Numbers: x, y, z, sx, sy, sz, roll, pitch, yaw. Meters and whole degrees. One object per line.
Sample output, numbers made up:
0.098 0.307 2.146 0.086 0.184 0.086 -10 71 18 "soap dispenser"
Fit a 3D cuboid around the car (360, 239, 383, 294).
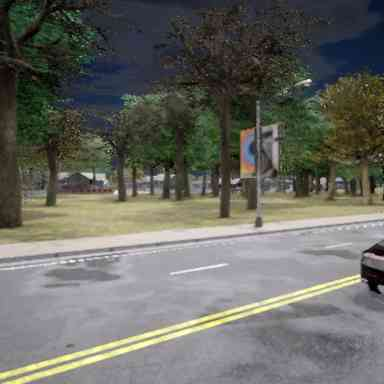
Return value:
5.738 1.487 7.531 4.902 1.511 2.128 0 0 -36 "car"
